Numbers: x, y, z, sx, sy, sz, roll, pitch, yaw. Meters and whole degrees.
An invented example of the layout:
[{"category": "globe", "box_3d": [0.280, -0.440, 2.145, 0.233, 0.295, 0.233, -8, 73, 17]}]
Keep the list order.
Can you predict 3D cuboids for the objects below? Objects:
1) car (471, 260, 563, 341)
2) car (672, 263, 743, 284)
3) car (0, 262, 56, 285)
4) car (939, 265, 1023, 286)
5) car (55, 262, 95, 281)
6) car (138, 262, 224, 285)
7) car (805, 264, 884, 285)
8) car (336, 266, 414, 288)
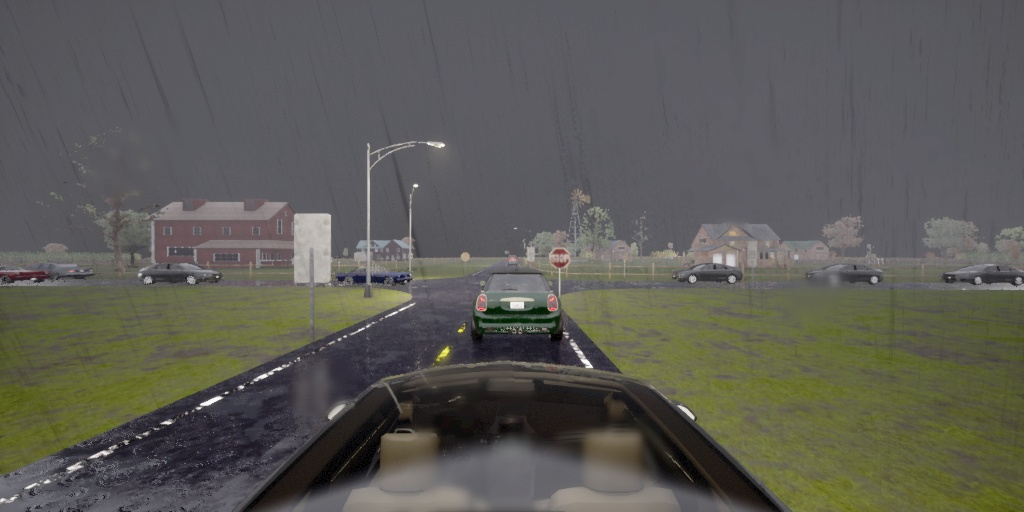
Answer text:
[{"category": "car", "box_3d": [0.119, 1.101, 10.006, 2.097, 1.767, 4.553, 0, 0, 0]}, {"category": "car", "box_3d": [14.648, 1.299, 27.023, 4.892, 1.490, 1.837, 0, 0, 1]}, {"category": "car", "box_3d": [-34.940, 1.252, 24.557, 4.718, 1.301, 1.895, 0, 0, 1]}, {"category": "car", "box_3d": [35.164, 1.383, 26.812, 4.892, 1.490, 1.837, 0, 0, 1]}, {"category": "car", "box_3d": [-35.462, 1.190, 27.513, 5.357, 1.411, 2.033, 0, 0, 1]}, {"category": "car", "box_3d": [-22.485, 1.189, 24.434, 4.892, 1.490, 1.837, 0, 0, 1]}, {"category": "car", "box_3d": [24.862, 1.338, 26.922, 4.892, 1.490, 1.837, 0, 0, 1]}, {"category": "car", "box_3d": [-8.946, 1.327, 23.530, 4.718, 1.301, 1.895, 0, 0, 14]}]
